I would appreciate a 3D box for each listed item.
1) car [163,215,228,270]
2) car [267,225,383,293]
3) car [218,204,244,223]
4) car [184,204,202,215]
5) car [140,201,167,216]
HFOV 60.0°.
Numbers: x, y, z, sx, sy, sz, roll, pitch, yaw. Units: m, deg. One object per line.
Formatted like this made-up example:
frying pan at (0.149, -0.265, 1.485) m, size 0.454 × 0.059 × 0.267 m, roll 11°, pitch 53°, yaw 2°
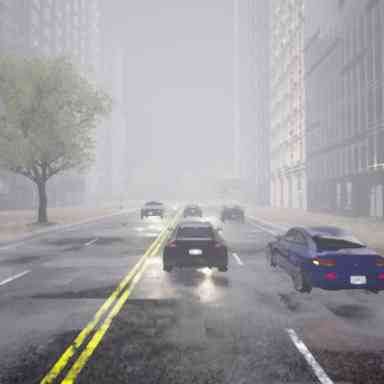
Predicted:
car at (0.100, 1.692, 11.455) m, size 1.994 × 1.385 × 4.181 m, roll 0°, pitch -1°, yaw 0°
car at (3.349, 1.626, 9.007) m, size 1.812 × 1.442 × 4.674 m, roll 0°, pitch -1°, yaw 0°
car at (3.351, 1.798, 29.043) m, size 1.882 × 1.535 × 5.008 m, roll 0°, pitch 0°, yaw 0°
car at (0.100, 1.964, 36.268) m, size 1.994 × 1.385 × 4.181 m, roll 0°, pitch -1°, yaw 0°
car at (-3.249, 1.447, 28.580) m, size 1.882 × 1.535 × 5.008 m, roll 0°, pitch -1°, yaw 0°
